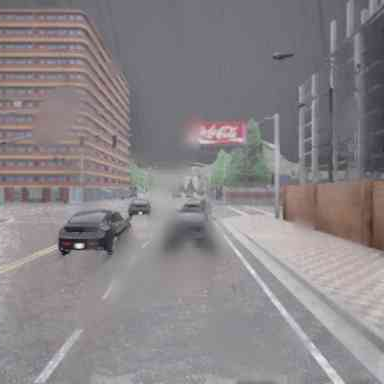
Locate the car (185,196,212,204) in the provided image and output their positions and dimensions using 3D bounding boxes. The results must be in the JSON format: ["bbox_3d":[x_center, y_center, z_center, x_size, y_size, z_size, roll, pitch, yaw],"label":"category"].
[{"bbox_3d":[0.535,1.344,27.648,1.837,1.490,4.892,0,1,13],"label":"car"}]

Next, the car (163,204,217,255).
[{"bbox_3d":[-0.079,1.429,13.012,1.837,1.490,4.892,0,1,0],"label":"car"}]

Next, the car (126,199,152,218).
[{"bbox_3d":[-4.437,1.343,27.882,1.837,1.490,4.892,0,1,-11],"label":"car"}]

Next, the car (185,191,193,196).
[{"bbox_3d":[-0.831,1.067,89.681,1.895,1.301,4.718,0,0,-1],"label":"car"}]

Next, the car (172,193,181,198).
[{"bbox_3d":[-4.336,0.969,90.203,1.837,1.490,4.892,0,0,-1],"label":"car"}]

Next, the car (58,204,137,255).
[{"bbox_3d":[-3.579,1.430,12.980,1.837,1.490,4.892,0,1,0],"label":"car"}]
